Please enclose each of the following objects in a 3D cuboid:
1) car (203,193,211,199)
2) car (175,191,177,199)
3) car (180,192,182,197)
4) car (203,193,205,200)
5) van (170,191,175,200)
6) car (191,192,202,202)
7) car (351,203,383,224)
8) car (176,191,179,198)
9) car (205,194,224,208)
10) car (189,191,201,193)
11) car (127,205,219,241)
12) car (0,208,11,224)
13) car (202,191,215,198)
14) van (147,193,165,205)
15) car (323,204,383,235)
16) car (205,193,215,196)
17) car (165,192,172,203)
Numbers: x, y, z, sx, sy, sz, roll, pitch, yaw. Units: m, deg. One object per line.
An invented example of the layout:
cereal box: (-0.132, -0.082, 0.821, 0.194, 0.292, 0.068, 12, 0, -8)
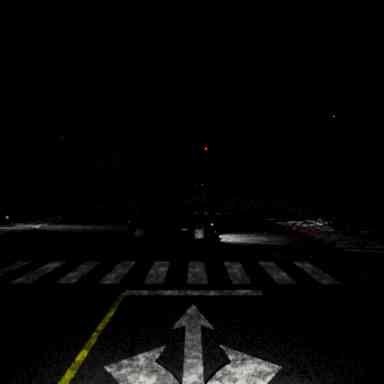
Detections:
car: (3.591, 0.954, 80.840, 1.967, 1.590, 4.097, 0, 0, 1)
car: (-5.004, 1.089, 75.431, 1.887, 1.381, 4.507, 0, 0, 1)
car: (-4.794, 0.763, 91.966, 2.192, 1.841, 5.009, 0, 0, 1)
car: (3.242, 1.226, 53.278, 2.008, 1.369, 4.403, 0, 0, 1)
van: (-5.073, 0.918, 69.918, 1.690, 1.788, 3.998, 0, 0, 1)
car: (0.724, 1.208, 64.753, 1.895, 1.301, 4.718, 0, 0, 1)
car: (15.046, 1.657, 25.401, 4.892, 1.490, 1.837, 1, 0, 0)
car: (-4.934, 0.827, 80.942, 2.192, 1.841, 5.009, 0, 0, 1)
car: (3.103, 1.292, 42.253, 2.008, 1.369, 4.403, 0, 0, 1)
car: (0.815, 1.071, 79.928, 1.994, 1.385, 4.181, 0, 0, 1)
car: (-0.911, 1.467, 15.556, 4.181, 1.385, 1.994, 0, 0, 0)
car: (-13.064, 1.161, 19.076, 4.902, 1.511, 2.128, 1, 0, -3)
car: (3.312, 0.958, 58.789, 2.192, 1.841, 5.009, 0, 0, 1)
van: (-5.352, 1.048, 47.870, 1.690, 1.788, 3.998, 0, 0, 1)
car: (9.880, 1.606, 18.740, 4.674, 1.442, 1.812, 1, 0, 0)
car: (3.175, 1.232, 47.935, 1.752, 1.417, 4.829, 0, 0, 1)
car: (-5.213, 1.207, 58.895, 1.947, 1.339, 4.313, 0, 0, 1)
